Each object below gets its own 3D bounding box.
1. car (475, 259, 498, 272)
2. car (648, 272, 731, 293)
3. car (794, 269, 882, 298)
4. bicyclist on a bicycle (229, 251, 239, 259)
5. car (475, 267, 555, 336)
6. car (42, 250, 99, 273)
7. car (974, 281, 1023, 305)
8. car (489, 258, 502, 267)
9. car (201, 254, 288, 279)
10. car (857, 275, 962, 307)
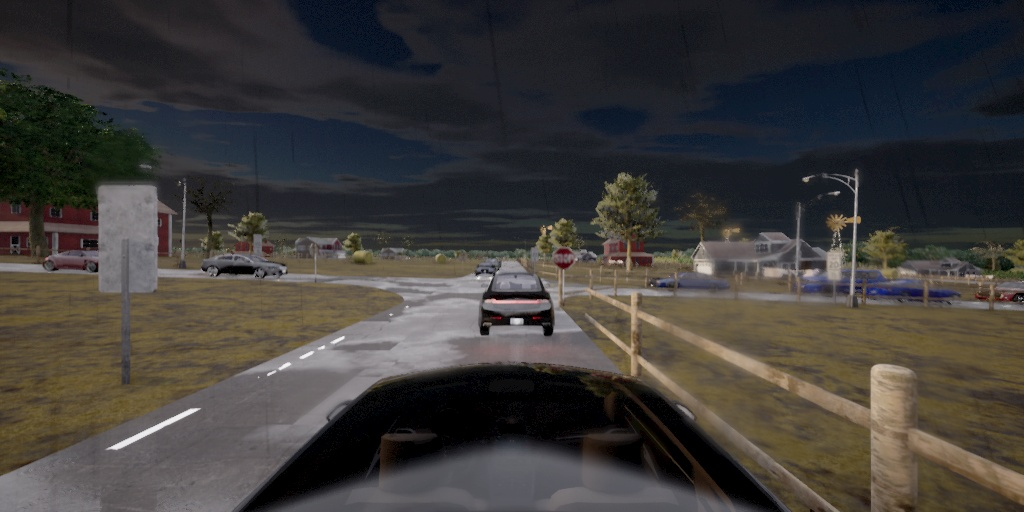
[{"bbox_3d":[-2.690,1.321,36.733,1.994,1.385,4.181,0,0,-2],"label":"car"},{"bbox_3d":[12.783,1.845,25.972,5.357,1.411,2.033,2,0,-1],"label":"car"},{"bbox_3d":[23.813,1.956,26.007,5.566,2.045,2.150,2,0,0],"label":"car"},{"bbox_3d":[-22.577,0.402,29.055,0.582,1.620,1.656,2,0,0],"label":"bicyclist on a bicycle"},{"bbox_3d":[0.111,1.240,10.383,2.128,1.511,4.902,0,0,0],"label":"car"},{"bbox_3d":[-27.149,0.332,23.072,4.181,1.385,1.994,2,0,0],"label":"car"},{"bbox_3d":[36.791,2.622,25.988,4.553,1.767,2.097,2,0,0],"label":"car"},{"bbox_3d":[-2.765,1.113,48.992,2.097,1.767,4.553,0,0,0],"label":"car"},{"bbox_3d":[-17.100,0.632,23.068,4.902,1.511,2.128,2,0,0],"label":"car"},{"bbox_3d":[25.778,2.293,23.068,5.008,1.535,1.882,2,0,0],"label":"car"}]
